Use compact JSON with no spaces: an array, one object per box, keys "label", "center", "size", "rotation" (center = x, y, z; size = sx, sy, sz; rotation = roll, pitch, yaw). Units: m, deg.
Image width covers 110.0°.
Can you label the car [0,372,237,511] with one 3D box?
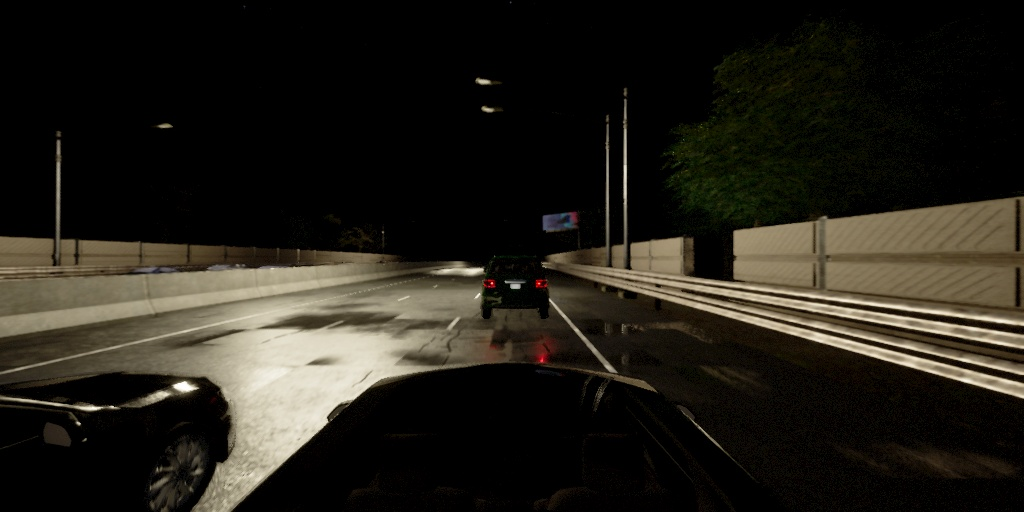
[{"label":"car","center":[-3.400,1.255,1.232],"size":[1.837,1.490,4.892],"rotation":[0,0,0]}]

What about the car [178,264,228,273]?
[{"label":"car","center":[-21.088,1.343,26.429],"size":[2.128,1.511,4.902],"rotation":[0,0,0]}]

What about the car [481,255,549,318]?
[{"label":"car","center":[0.104,1.004,13.282],"size":[2.150,2.045,5.566],"rotation":[0,0,0]}]

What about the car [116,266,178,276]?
[{"label":"car","center":[-24.588,1.405,24.599],"size":[1.994,1.385,4.181],"rotation":[0,0,0]}]

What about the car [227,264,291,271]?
[{"label":"car","center":[-17.591,1.398,26.324],"size":[2.033,1.411,5.357],"rotation":[0,0,0]}]

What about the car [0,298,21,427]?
[{"label":"car","center":[-6.900,1.256,1.920],"size":[1.837,1.490,4.892],"rotation":[0,0,0]}]
